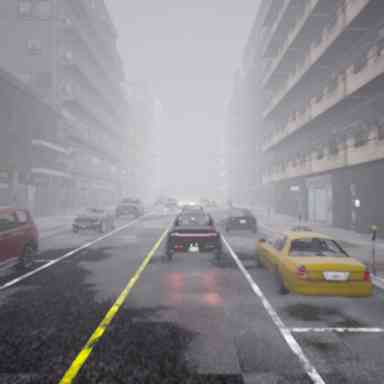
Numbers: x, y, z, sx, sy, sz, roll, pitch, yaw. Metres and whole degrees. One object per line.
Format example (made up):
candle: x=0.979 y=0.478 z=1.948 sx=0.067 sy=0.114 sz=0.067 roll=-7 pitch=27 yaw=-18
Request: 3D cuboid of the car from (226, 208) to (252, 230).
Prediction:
car: x=2.706 y=1.604 z=19.746 sx=1.947 sy=1.339 sz=4.313 roll=1 pitch=0 yaw=0

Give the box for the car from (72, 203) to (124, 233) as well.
car: x=-5.673 y=1.589 z=19.686 sx=2.008 sy=1.369 sz=4.403 roll=1 pitch=0 yaw=0

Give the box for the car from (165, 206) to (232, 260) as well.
car: x=0.071 y=1.516 z=12.471 sx=2.128 sy=1.511 sz=4.902 roll=0 pitch=0 yaw=0

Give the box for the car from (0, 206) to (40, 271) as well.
car: x=-5.669 y=1.331 z=8.317 sx=2.192 sy=1.841 sz=5.009 roll=1 pitch=0 yaw=0

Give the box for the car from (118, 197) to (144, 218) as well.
car: x=-5.667 y=1.376 z=31.056 sx=2.192 sy=1.841 sz=5.009 roll=1 pitch=0 yaw=0

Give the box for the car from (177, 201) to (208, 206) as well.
car: x=0.064 y=1.652 z=26.142 sx=1.895 sy=1.301 sz=4.718 roll=0 pitch=0 yaw=1

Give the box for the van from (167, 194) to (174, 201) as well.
van: x=-5.663 y=1.526 z=87.901 sx=1.690 sy=1.788 sz=3.998 roll=1 pitch=0 yaw=0

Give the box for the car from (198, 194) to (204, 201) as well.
car: x=2.711 y=1.712 z=70.907 sx=1.947 sy=1.339 sz=4.313 roll=1 pitch=0 yaw=0

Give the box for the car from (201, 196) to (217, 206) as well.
car: x=2.710 y=1.622 z=48.338 sx=1.752 sy=1.417 sz=4.829 roll=1 pitch=0 yaw=0

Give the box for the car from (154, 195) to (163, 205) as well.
car: x=-5.671 y=1.686 z=59.479 sx=1.947 sy=1.339 sz=4.313 roll=1 pitch=0 yaw=0

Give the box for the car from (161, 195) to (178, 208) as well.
car: x=-3.074 y=1.577 z=50.098 sx=1.882 sy=1.535 sz=5.008 roll=0 pitch=0 yaw=0

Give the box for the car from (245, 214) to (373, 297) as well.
car: x=2.706 y=1.542 z=8.547 sx=1.752 sy=1.417 sz=4.829 roll=1 pitch=0 yaw=0

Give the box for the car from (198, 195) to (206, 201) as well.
car: x=2.715 y=1.625 z=87.961 sx=1.967 sy=1.590 sz=4.097 roll=1 pitch=0 yaw=0
